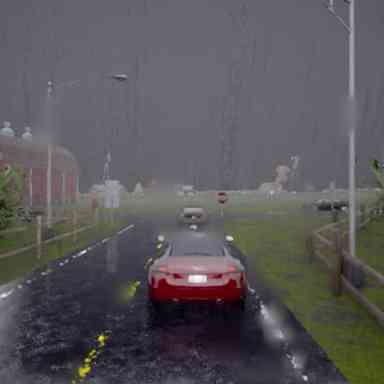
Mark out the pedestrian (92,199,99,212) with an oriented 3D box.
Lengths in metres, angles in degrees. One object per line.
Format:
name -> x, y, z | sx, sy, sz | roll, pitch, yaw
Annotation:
pedestrian -> -11.172, 1.607, 38.291 | 0.375, 1.860, 0.375 | 0, 0, 4

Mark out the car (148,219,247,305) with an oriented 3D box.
car -> 0.104, 1.590, 8.201 | 1.994, 1.385, 4.181 | 0, 0, 0

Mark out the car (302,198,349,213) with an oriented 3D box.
car -> 14.237, 1.339, 35.331 | 5.008, 1.535, 1.882 | -1, -1, -4

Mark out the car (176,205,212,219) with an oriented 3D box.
car -> 0.101, 1.568, 19.815 | 1.837, 1.490, 4.892 | 0, 0, 0

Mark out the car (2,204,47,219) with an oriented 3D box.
car -> -17.245, 1.899, 32.873 | 5.357, 1.411, 2.033 | -1, -1, 5
